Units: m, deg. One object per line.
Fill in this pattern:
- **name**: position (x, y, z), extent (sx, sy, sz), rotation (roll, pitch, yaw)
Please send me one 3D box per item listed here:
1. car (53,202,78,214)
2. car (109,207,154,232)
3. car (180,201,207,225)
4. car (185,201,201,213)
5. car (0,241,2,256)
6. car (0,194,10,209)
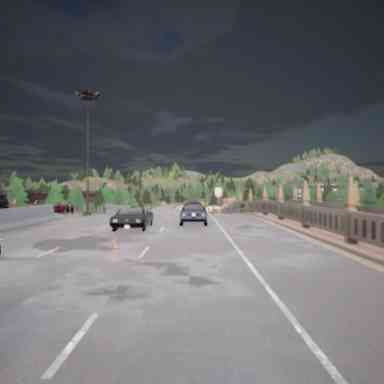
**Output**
- **car**: position (-13.989, 1.731, 35.894), extent (1.895, 1.301, 4.718), rotation (0, -2, 0)
- **car**: position (-3.394, 1.519, 19.600), extent (1.895, 1.301, 4.718), rotation (0, 0, 0)
- **car**: position (0.106, 1.451, 23.059), extent (2.033, 1.411, 5.357), rotation (0, 0, 0)
- **car**: position (0.112, 1.925, 41.564), extent (1.837, 1.490, 4.892), rotation (0, -4, 0)
- **car**: position (-6.897, 1.469, 8.509), extent (1.837, 1.490, 4.892), rotation (0, 0, 0)
- **car**: position (-17.502, 1.137, 27.727), extent (2.150, 2.045, 5.566), rotation (0, -1, 0)
